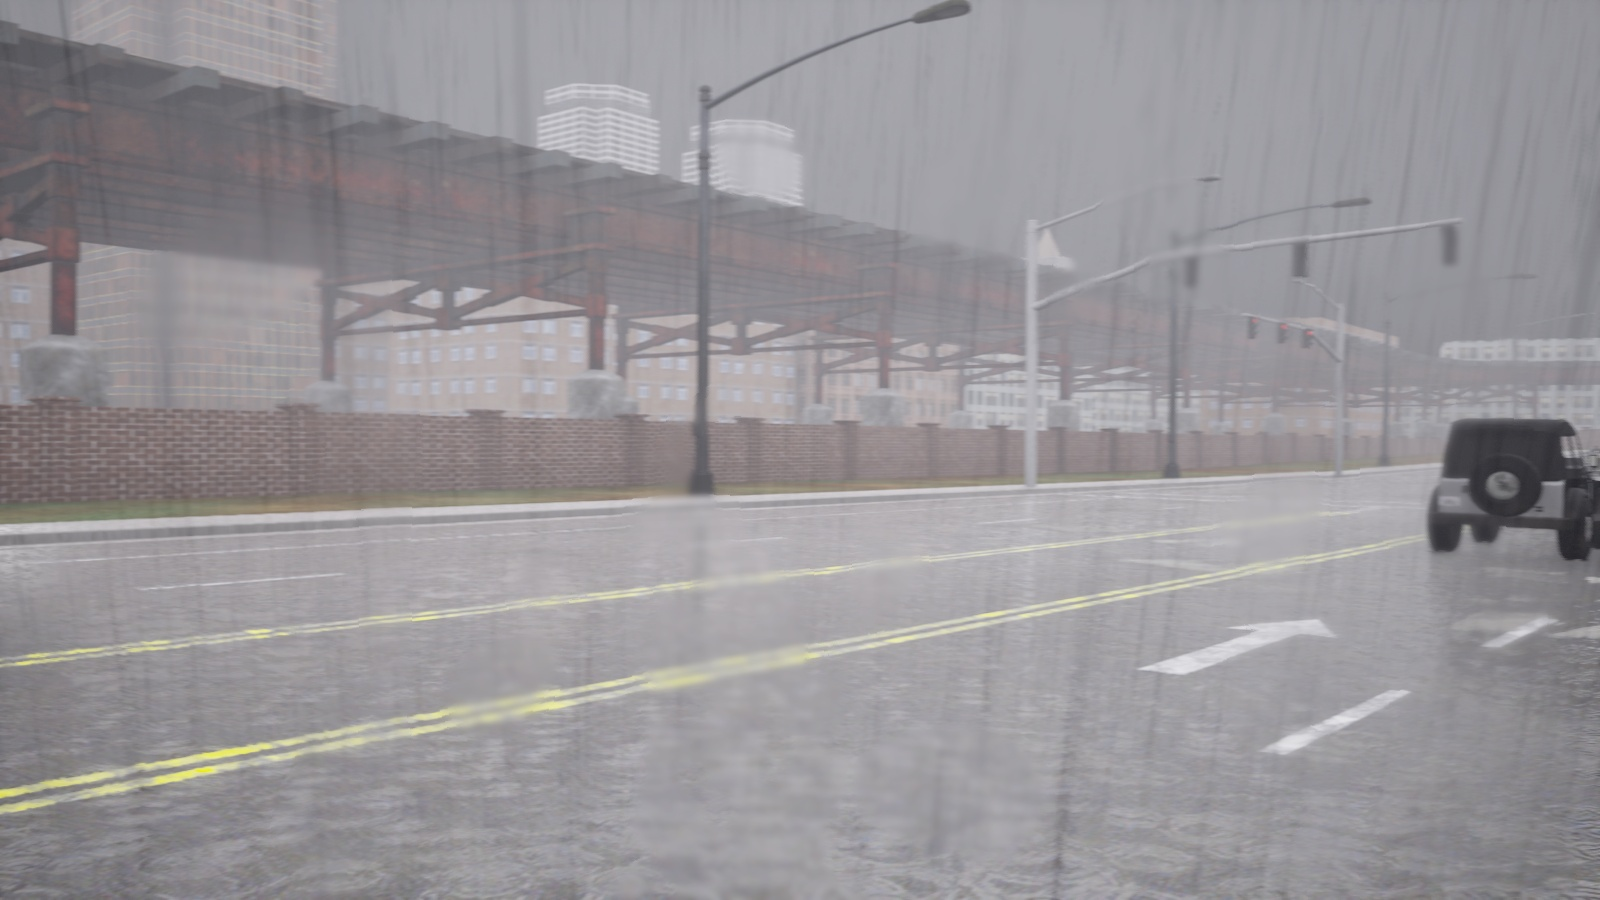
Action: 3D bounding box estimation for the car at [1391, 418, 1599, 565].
[{"bbox_3d":[10.118,0.517,18.145,1.905,1.878,3.866,1,1,40],"label":"car"}]

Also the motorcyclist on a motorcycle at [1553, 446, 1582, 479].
[{"bbox_3d":[37.680,0.605,61.655,0.866,1.530,2.191,1,1,40],"label":"motorcyclist on a motorcycle"}]
